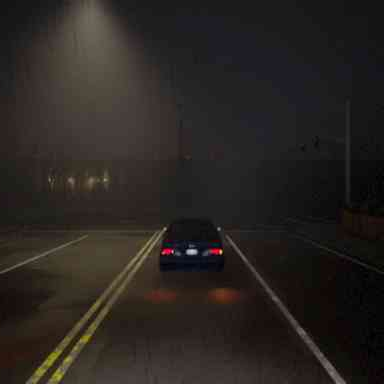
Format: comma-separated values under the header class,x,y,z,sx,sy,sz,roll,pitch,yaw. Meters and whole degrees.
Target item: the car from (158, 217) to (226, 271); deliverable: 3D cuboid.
class,x,y,z,sx,sy,sz,roll,pitch,yaw
car,-0.003,1.524,10.713,2.033,1.411,5.357,0,0,0
